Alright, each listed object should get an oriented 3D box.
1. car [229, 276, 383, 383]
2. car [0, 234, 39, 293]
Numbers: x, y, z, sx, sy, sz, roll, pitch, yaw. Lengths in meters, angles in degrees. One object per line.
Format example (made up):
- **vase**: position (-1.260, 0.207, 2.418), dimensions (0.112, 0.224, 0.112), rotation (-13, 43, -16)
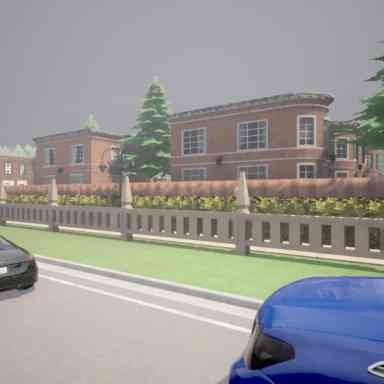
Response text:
- **car**: position (2.959, 1.221, 1.880), dimensions (5.566, 2.045, 2.150), rotation (0, 0, 36)
- **car**: position (-5.506, 1.564, 7.877), dimensions (4.181, 1.385, 1.994), rotation (0, 0, 36)
